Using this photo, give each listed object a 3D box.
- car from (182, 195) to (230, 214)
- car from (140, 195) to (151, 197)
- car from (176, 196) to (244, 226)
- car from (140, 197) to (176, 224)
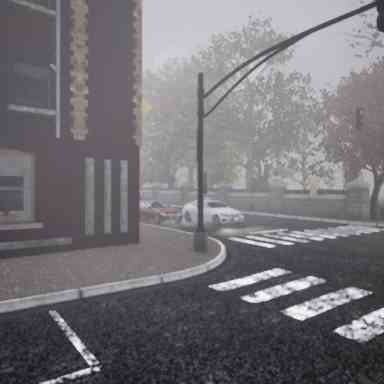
[{"bbox_3d":[1.202,1.093,30.738,1.752,1.417,4.829,1,0,-36],"label":"car"},{"bbox_3d":[-4.201,1.028,28.306,2.128,1.511,4.902,0,1,-36],"label":"car"},{"bbox_3d":[1.180,1.226,20.849,1.812,1.442,4.674,0,1,-35],"label":"car"},{"bbox_3d":[-2.248,1.237,21.207,1.802,1.307,4.206,1,0,-36],"label":"car"}]
